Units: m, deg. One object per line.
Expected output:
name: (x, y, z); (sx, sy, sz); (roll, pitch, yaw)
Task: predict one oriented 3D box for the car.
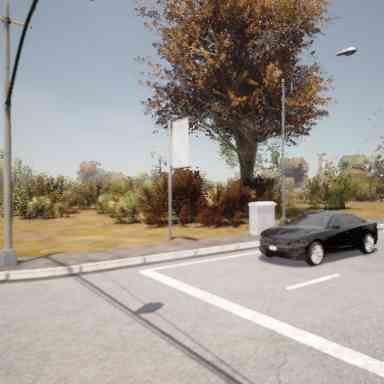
car: (4.472, 1.400, 11.491); (5.008, 1.535, 1.882); (-1, 0, -36)
